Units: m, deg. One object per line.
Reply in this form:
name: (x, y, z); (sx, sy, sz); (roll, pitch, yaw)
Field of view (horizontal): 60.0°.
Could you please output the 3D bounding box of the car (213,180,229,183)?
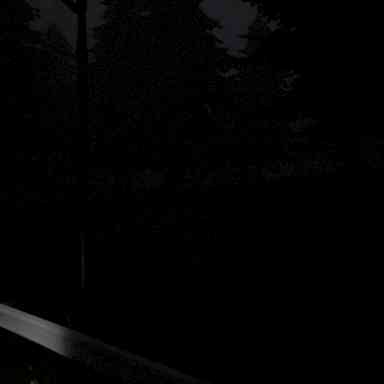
car: (3.959, -0.788, 41.192); (5.357, 1.411, 2.033); (-5, -2, 13)
